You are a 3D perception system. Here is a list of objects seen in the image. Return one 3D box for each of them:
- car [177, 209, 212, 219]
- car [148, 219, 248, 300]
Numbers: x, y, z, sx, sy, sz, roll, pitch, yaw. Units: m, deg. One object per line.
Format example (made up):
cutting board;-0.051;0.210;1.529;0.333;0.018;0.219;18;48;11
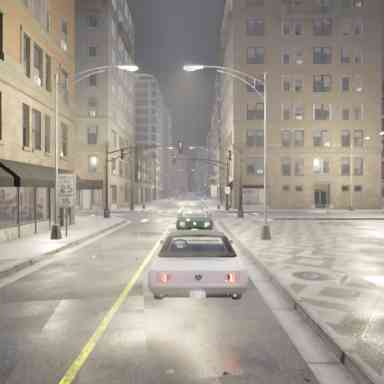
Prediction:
car;0.133;1.599;18.589;1.895;1.301;4.718;0;0;0
car;0.115;1.600;8.354;1.895;1.301;4.718;0;0;0
